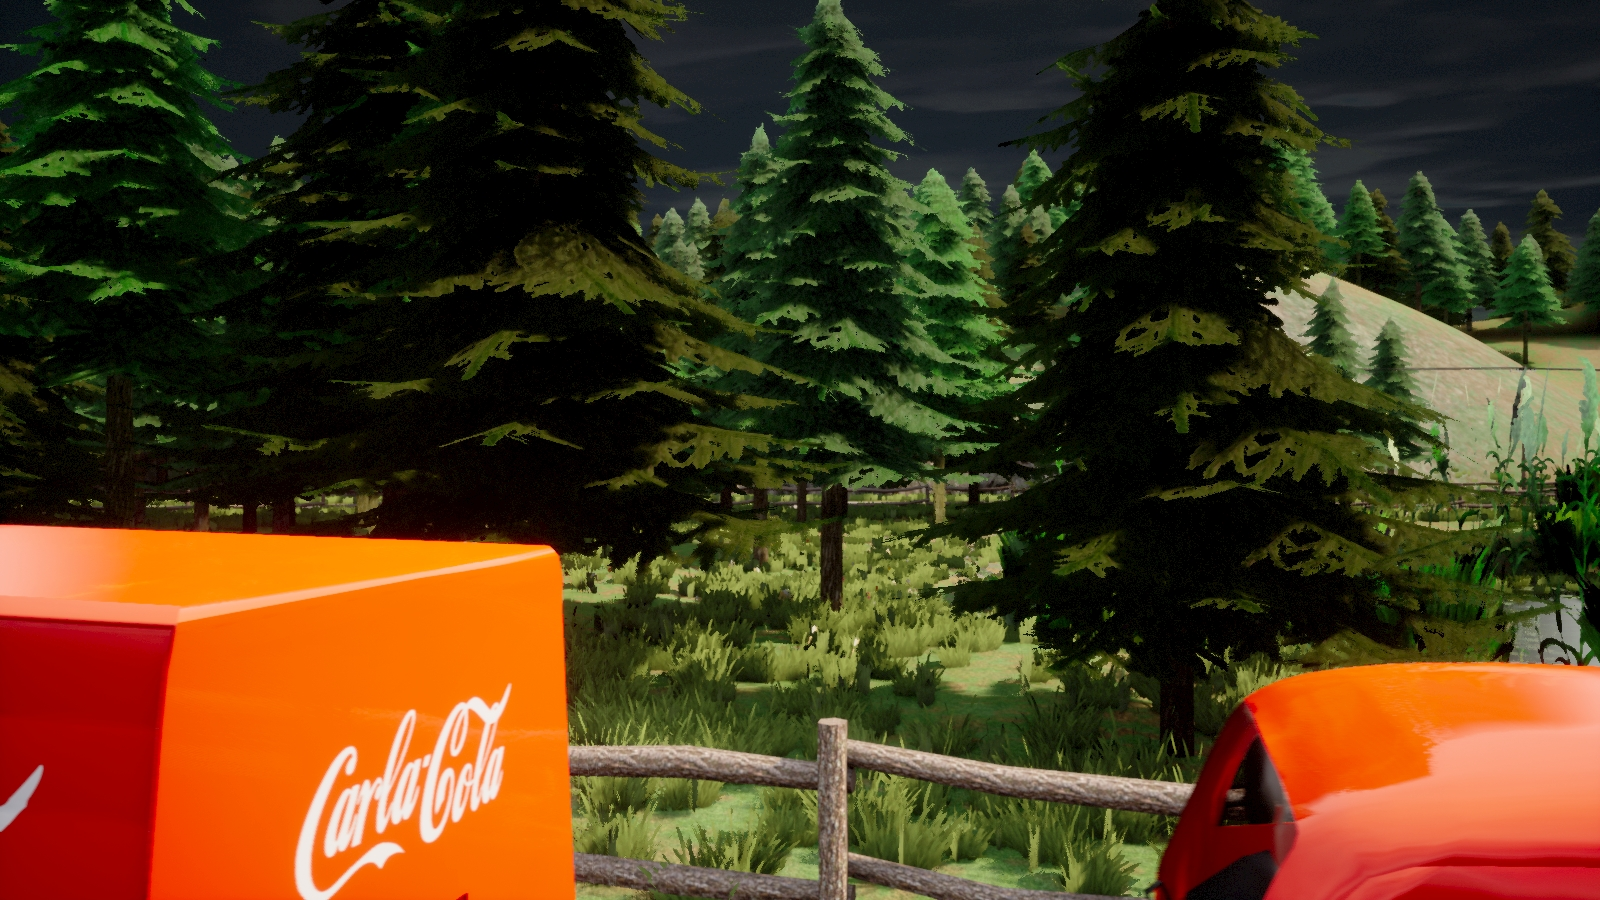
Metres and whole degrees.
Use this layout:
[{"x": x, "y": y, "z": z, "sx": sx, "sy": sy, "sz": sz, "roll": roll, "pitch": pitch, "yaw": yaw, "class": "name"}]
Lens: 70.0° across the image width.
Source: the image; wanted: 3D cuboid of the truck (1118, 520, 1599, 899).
[{"x": 3.359, "y": 1.548, "z": 2.337, "sx": 5.204, "sy": 2.467, "sz": 2.627, "roll": 1, "pitch": 0, "yaw": 17, "class": "truck"}]

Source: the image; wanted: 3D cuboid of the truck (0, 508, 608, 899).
[{"x": -3.702, "y": 1.535, "z": 4.436, "sx": 5.204, "sy": 2.467, "sz": 2.627, "roll": 0, "pitch": 0, "yaw": 16, "class": "truck"}]
